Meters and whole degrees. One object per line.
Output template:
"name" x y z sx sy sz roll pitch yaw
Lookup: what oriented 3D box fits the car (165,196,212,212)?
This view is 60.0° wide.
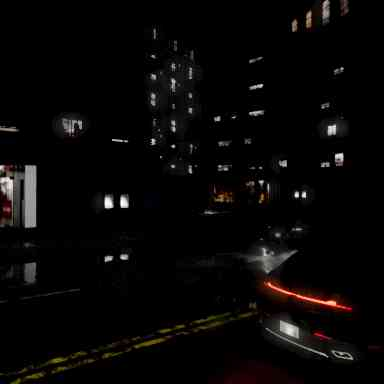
"car" -0.351 1.123 32.262 4.181 1.385 1.994 1 1 37

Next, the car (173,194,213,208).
"car" 0.054 1.042 39.223 4.403 1.369 2.008 1 0 37

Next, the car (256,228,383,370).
"car" 3.237 1.507 5.621 4.892 1.490 1.837 0 0 -35

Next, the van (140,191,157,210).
"van" -5.010 0.817 32.552 3.998 1.788 1.690 1 0 37

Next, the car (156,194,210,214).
"car" -0.603 1.138 29.225 4.403 1.369 2.008 1 0 37

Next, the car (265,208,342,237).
"car" 5.271 1.503 15.353 4.902 1.511 2.128 0 0 -45

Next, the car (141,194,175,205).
"car" -4.359 0.962 42.548 4.206 1.307 1.802 1 0 37
